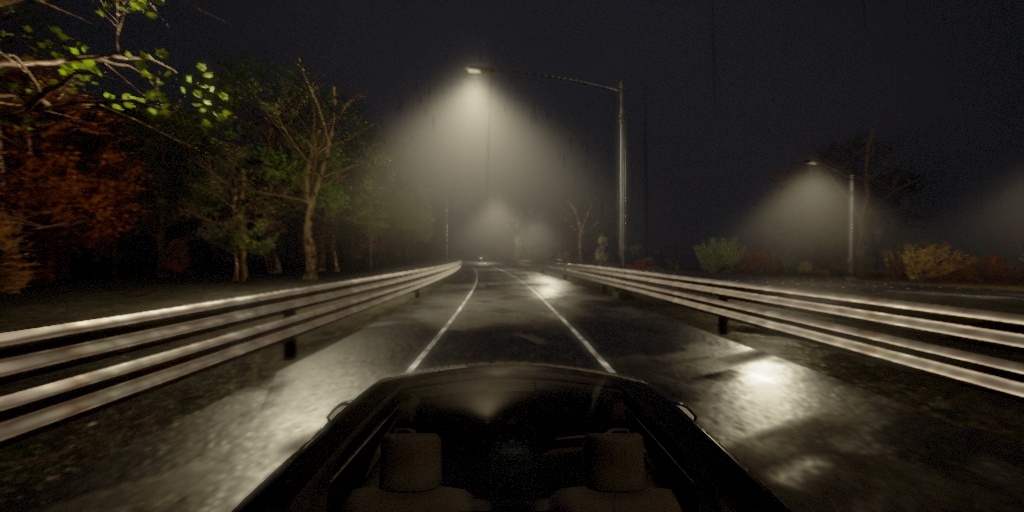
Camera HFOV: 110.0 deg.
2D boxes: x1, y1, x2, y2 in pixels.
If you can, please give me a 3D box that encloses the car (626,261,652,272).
[{"bbox_3d":[16.796,1.406,48.641,1.812,1.442,4.674,0,0,-26],"label":"car"}]
